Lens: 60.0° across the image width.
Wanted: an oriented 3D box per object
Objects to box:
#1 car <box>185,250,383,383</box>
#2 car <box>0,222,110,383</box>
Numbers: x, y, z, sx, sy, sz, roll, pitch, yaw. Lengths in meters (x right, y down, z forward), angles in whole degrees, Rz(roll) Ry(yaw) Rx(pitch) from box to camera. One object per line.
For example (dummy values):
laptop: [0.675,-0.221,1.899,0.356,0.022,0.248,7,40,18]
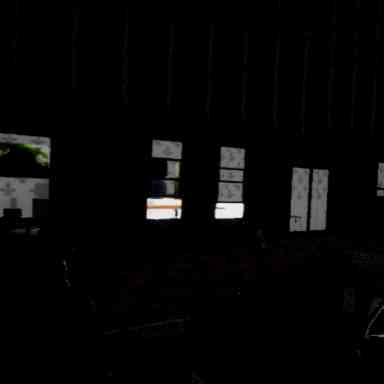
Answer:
car: [2.034,1.484,4.082,4.313,1.339,1.947,1,2,-27]
car: [-2.904,1.132,1.535,5.009,1.841,2.192,1,2,-27]
